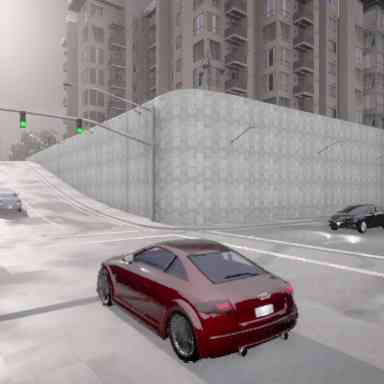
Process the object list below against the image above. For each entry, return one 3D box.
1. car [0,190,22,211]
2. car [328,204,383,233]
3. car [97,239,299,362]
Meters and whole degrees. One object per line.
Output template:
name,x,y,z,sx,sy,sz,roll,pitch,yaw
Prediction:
car,-14.594,0.581,26.111,1.812,1.442,4.674,0,7,-36
car,10.067,1.504,19.786,4.892,1.490,1.837,0,0,-36
car,-0.198,1.565,6.095,1.994,1.385,4.181,0,0,-36
